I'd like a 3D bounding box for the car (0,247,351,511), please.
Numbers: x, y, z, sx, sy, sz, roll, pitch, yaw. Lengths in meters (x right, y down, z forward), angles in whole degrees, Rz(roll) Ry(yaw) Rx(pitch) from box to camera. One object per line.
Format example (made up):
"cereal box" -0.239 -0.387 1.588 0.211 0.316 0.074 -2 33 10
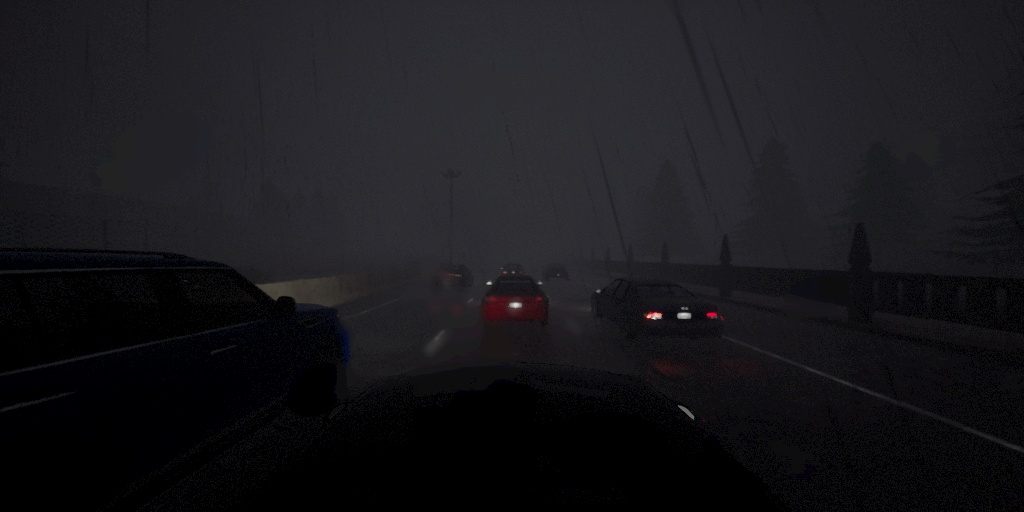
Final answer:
"car" -3.400 0.972 2.836 2.150 2.045 5.566 0 0 0

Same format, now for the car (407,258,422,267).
"car" -14.707 1.099 57.139 2.097 1.767 4.553 0 0 -1

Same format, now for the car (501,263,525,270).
"car" 0.087 1.295 29.715 2.033 1.411 5.357 0 0 0

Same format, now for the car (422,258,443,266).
"car" -11.092 1.099 52.118 2.097 1.767 4.553 0 0 -1

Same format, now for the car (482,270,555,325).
"car" 0.101 1.313 11.795 1.994 1.385 4.181 0 0 0

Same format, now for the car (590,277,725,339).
"car" 3.600 1.297 10.007 2.033 1.411 5.357 0 0 0

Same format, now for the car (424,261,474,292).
"car" -3.400 1.240 21.204 2.128 1.511 4.902 0 0 0

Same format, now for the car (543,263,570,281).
"car" 3.595 1.273 30.172 1.812 1.442 4.674 0 0 0
